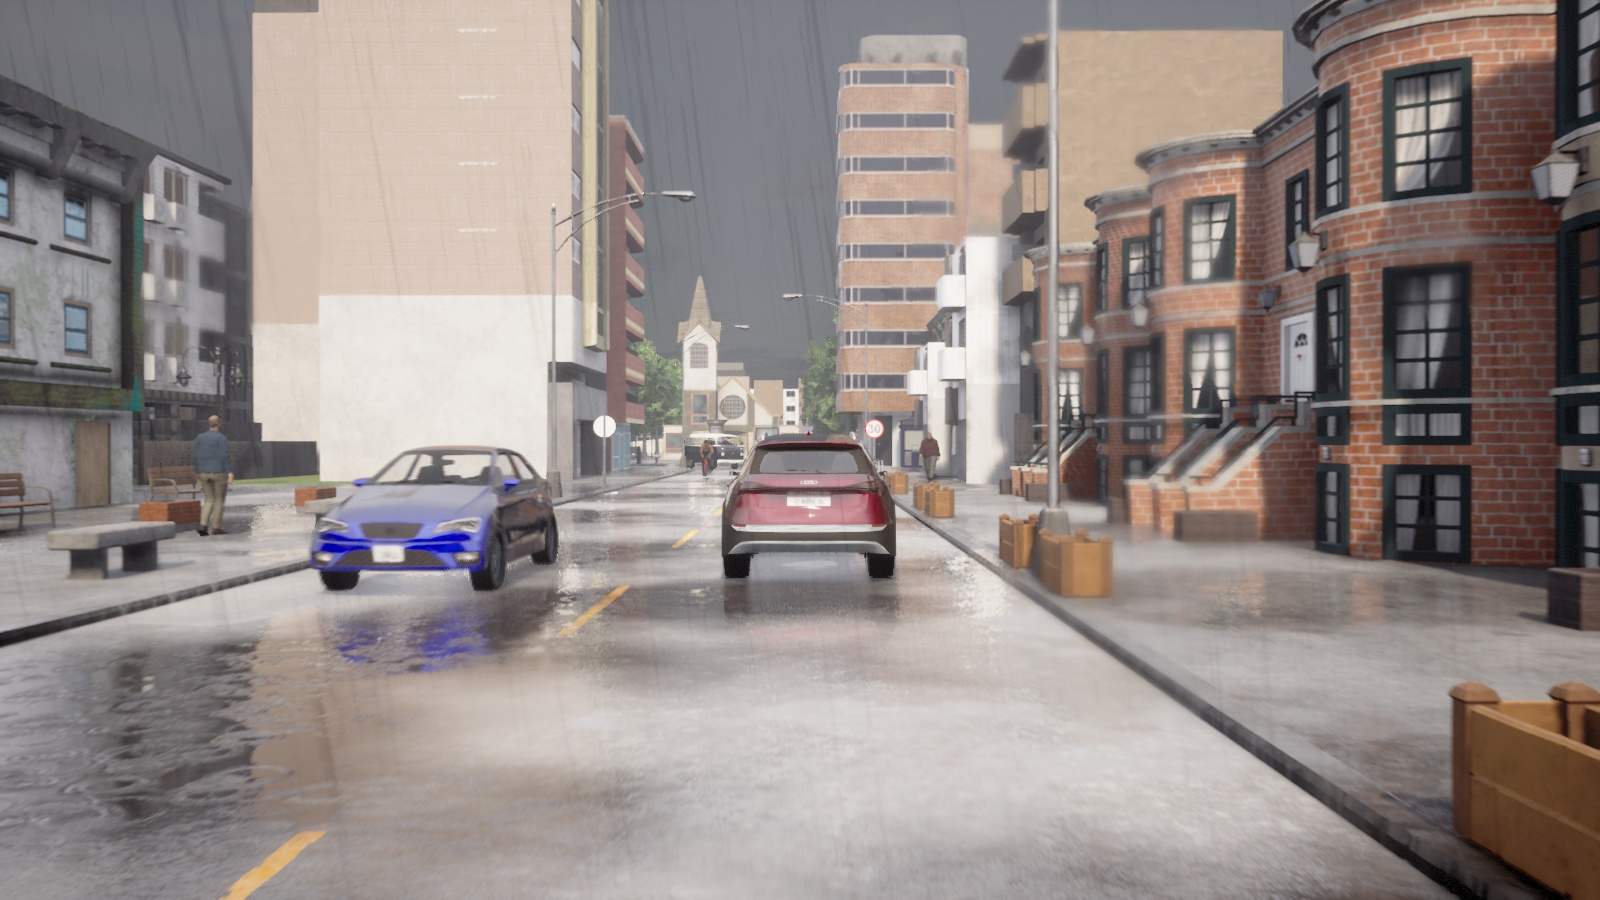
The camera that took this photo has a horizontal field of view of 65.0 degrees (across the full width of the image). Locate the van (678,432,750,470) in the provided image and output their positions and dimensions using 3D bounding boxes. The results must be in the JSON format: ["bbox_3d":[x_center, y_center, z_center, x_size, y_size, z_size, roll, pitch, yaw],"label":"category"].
[{"bbox_3d":[-4.836,0.071,70.136,2.069,2.038,4.480,1,0,-33],"label":"van"}]

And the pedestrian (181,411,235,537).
[{"bbox_3d":[-8.794,0.344,18.669,0.402,1.842,0.726,0,0,6],"label":"pedestrian"}]

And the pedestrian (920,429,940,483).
[{"bbox_3d":[4.482,0.213,43.165,0.634,1.844,0.899,0,0,10],"label":"pedestrian"}]

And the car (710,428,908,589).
[{"bbox_3d":[0.104,0.590,15.372,2.033,1.649,4.856,0,0,0],"label":"car"}]

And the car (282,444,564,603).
[{"bbox_3d":[-3.905,0.679,13.786,1.816,1.474,4.193,0,0,0],"label":"car"}]
